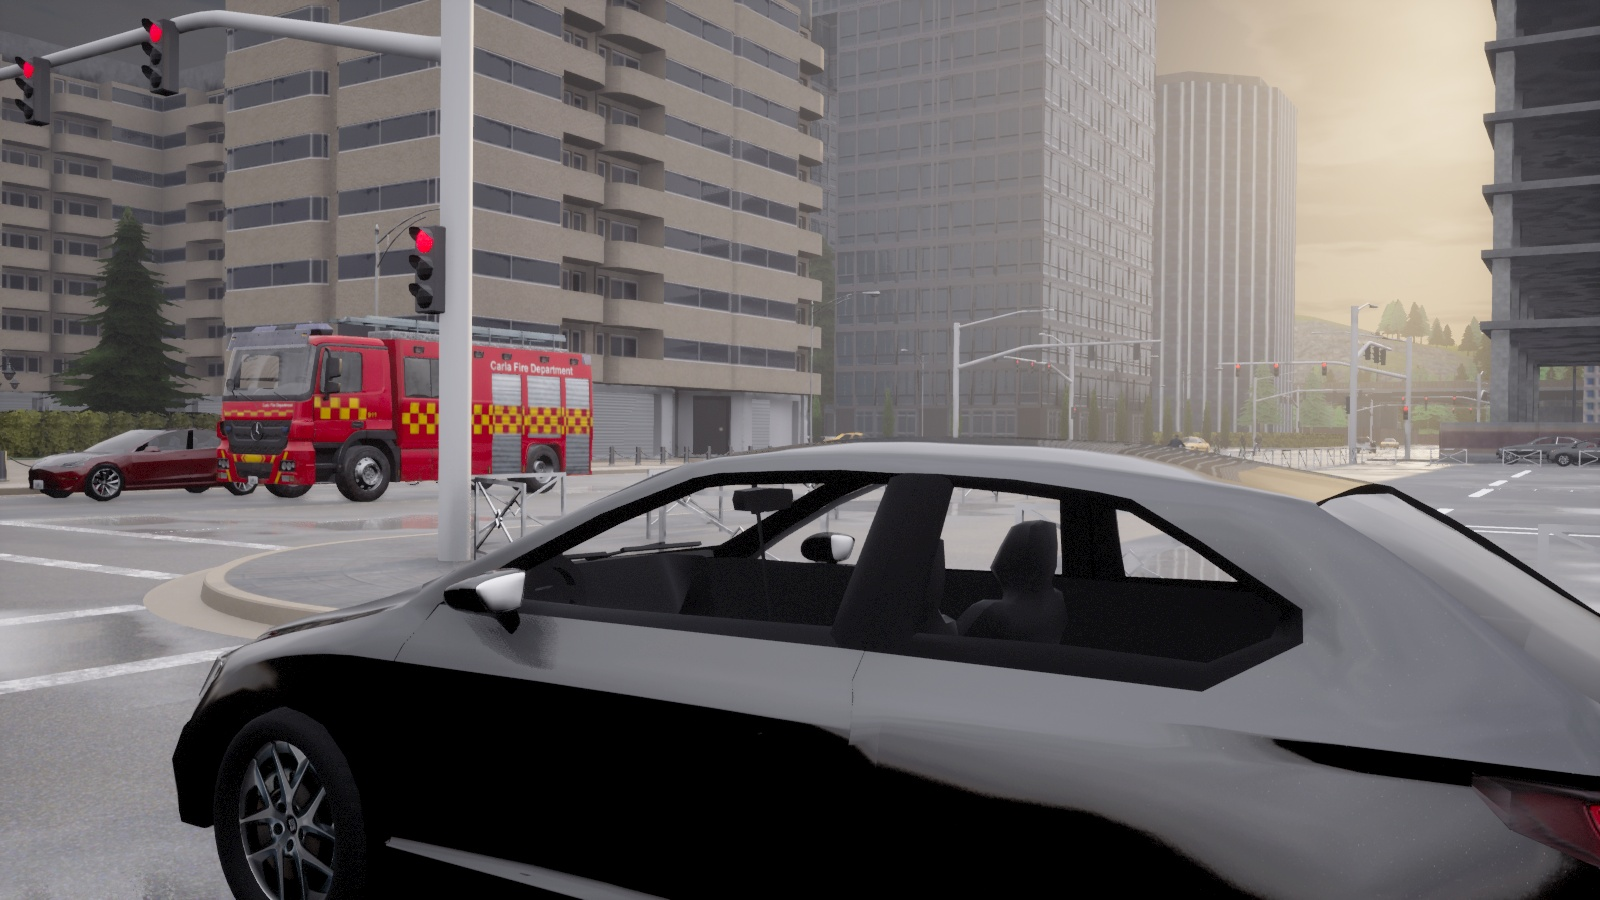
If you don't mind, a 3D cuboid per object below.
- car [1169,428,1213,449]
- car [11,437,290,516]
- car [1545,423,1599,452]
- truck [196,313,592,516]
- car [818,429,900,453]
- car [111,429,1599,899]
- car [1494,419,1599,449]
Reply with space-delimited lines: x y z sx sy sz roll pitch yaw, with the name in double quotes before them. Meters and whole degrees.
"car" 29.585 -0.894 94.940 1.801 1.575 5.366 0 1 32
"car" -13.616 0.491 26.643 2.163 1.488 4.792 0 1 32
"car" 42.050 -0.664 66.379 4.514 1.525 2.007 0 1 32
"truck" -8.614 -0.738 28.003 2.891 3.827 8.468 0 1 32
"car" 3.999 -0.592 85.748 5.366 1.575 1.801 0 1 32
"car" 0.098 0.696 3.550 4.193 1.474 1.816 0 1 33
"car" 41.957 -0.889 70.566 5.027 1.651 2.152 0 1 32
